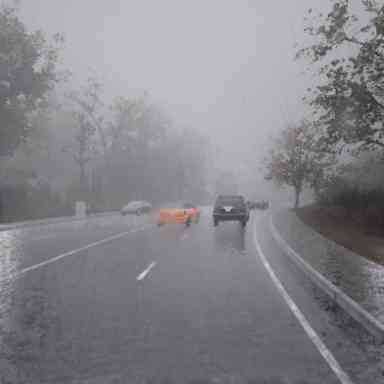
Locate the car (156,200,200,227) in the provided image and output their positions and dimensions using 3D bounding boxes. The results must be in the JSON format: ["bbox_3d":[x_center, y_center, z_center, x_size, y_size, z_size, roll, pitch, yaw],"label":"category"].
[{"bbox_3d":[-0.805,1.381,22.919,2.097,1.767,4.553,-1,0,11],"label":"car"}]

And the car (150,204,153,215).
[{"bbox_3d":[-2.004,1.589,33.434,2.128,1.511,4.902,-1,0,17],"label":"car"}]

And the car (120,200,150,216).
[{"bbox_3d":[-5.515,1.649,33.853,1.837,1.490,4.892,-1,-1,16],"label":"car"}]

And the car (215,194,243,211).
[{"bbox_3d":[4.713,1.257,41.617,2.150,2.045,5.566,-1,0,21],"label":"car"}]

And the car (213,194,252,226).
[{"bbox_3d":[2.825,1.218,23.349,2.150,2.045,5.566,-1,0,12],"label":"car"}]

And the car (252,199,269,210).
[{"bbox_3d":[8.311,1.564,41.195,1.895,1.301,4.718,-1,0,21],"label":"car"}]
